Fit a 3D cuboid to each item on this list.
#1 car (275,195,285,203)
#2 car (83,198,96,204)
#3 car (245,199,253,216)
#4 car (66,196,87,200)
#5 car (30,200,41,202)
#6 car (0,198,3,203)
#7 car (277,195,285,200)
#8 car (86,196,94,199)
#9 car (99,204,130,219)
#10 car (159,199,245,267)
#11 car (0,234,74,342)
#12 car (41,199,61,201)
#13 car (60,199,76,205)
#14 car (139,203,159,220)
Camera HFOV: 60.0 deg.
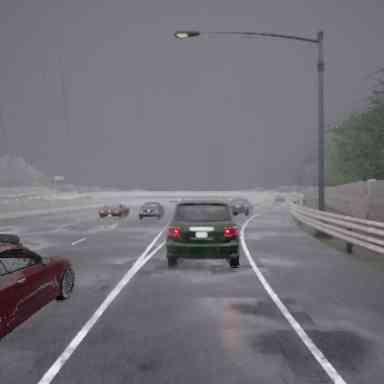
[{"bbox_3d":[20.554,1.513,78.100,2.097,1.767,4.553,-1,1,17],"label":"car"},{"bbox_3d":[-27.976,2.479,91.041,2.097,1.767,4.553,0,-2,0],"label":"car"},{"bbox_3d":[5.034,1.490,34.281,2.097,1.767,4.553,-1,-1,16],"label":"car"},{"bbox_3d":[-21.008,1.936,59.882,1.837,1.490,4.892,0,-1,1],"label":"car"},{"bbox_3d":[-27.992,2.026,59.561,1.895,1.301,4.718,0,-1,0],"label":"car"},{"bbox_3d":[-43.069,1.783,72.890,1.895,1.301,4.718,1,0,-16],"label":"car"},{"bbox_3d":[23.535,1.480,87.829,1.895,1.301,4.718,-1,1,16],"label":"car"},{"bbox_3d":[-24.480,1.961,75.448,2.150,2.045,5.566,0,-1,0],"label":"car"},{"bbox_3d":[-6.893,1.693,30.046,1.895,1.301,4.718,0,0,0],"label":"car"},{"bbox_3d":[0.466,1.247,11.633,2.150,2.045,5.566,0,0,4],"label":"car"},{"bbox_3d":[-3.499,1.540,5.404,1.812,1.442,4.674,0,0,0],"label":"car"},{"bbox_3d":[-24.495,1.977,59.730,2.033,1.411,5.357,0,-1,0],"label":"car"},{"bbox_3d":[-27.981,2.325,75.176,1.895,1.301,4.718,0,-1,0],"label":"car"},{"bbox_3d":[-3.492,1.635,29.394,2.033,1.411,5.357,0,0,0],"label":"car"}]
